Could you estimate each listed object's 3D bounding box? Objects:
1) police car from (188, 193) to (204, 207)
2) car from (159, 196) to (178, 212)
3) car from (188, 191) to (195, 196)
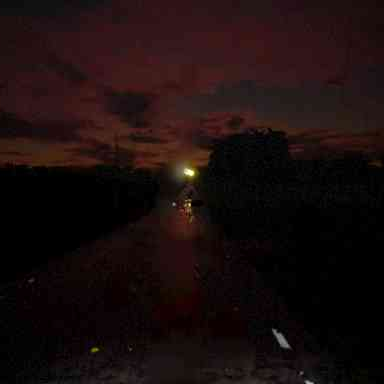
[{"bbox_3d":[0.798,1.463,50.852,1.930,1.638,5.238,0,0,0],"label":"police car"},{"bbox_3d":[-2.863,1.439,40.918,2.097,1.767,4.553,0,0,0],"label":"car"},{"bbox_3d":[0.789,1.231,66.712,2.097,1.767,4.553,0,1,0],"label":"car"}]
